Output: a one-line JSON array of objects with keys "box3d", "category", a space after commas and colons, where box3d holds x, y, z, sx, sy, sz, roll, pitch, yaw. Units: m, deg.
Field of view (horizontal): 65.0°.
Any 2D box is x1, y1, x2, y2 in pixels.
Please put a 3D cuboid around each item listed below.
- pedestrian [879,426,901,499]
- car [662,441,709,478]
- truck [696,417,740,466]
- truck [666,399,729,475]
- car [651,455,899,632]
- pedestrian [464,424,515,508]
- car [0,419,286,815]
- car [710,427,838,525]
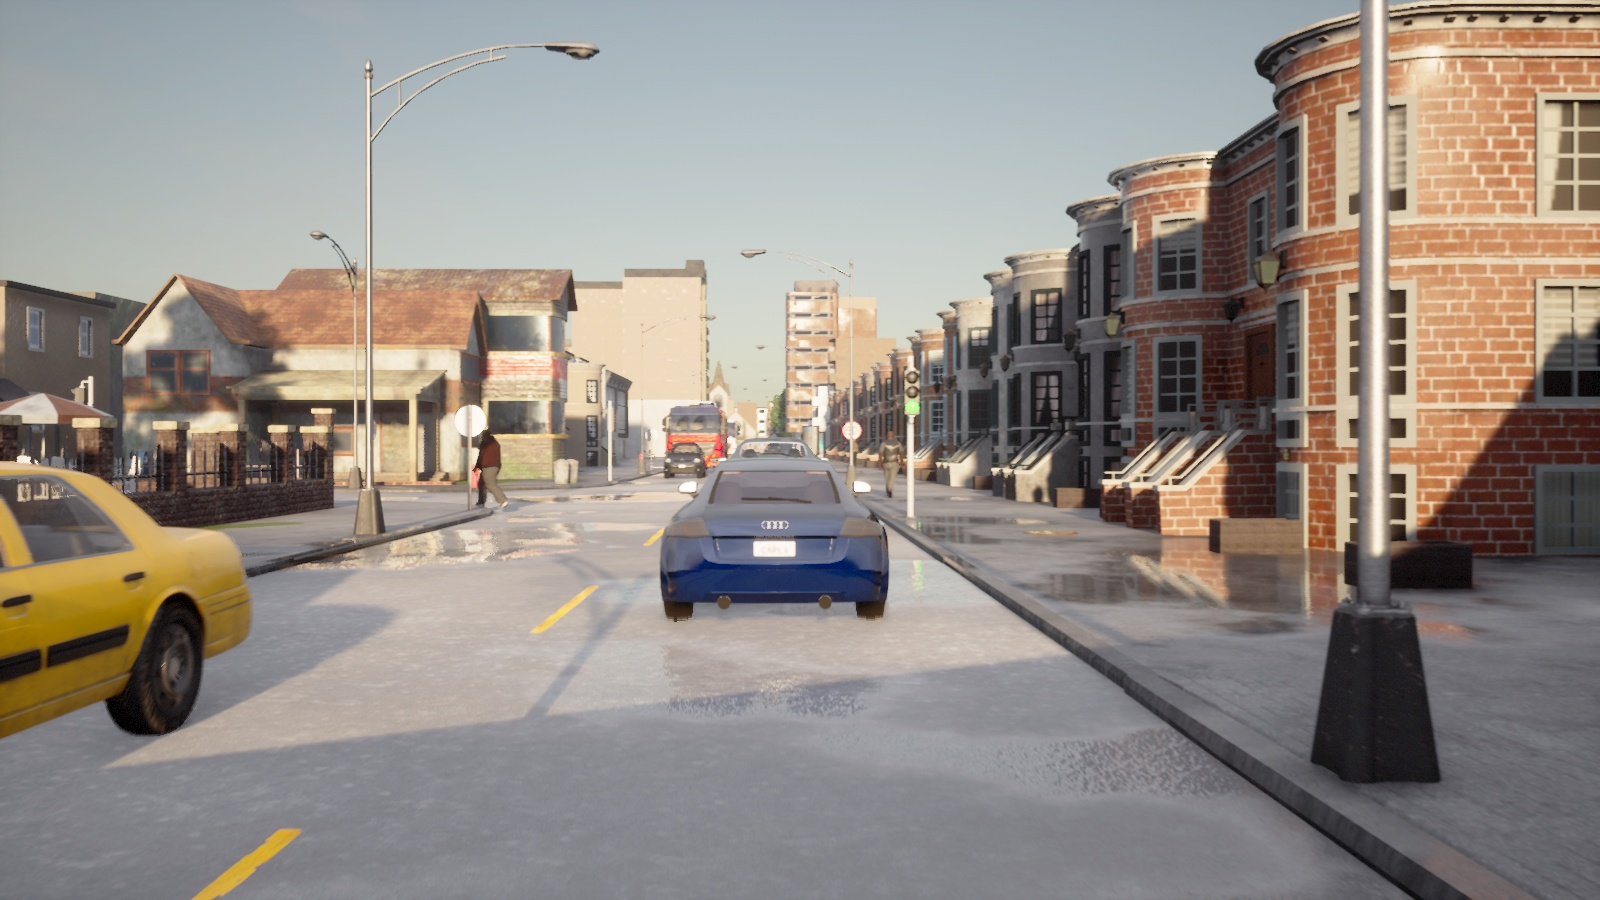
[{"box3d": [2.360, 0.326, 32.947, 0.563, 1.883, 0.849, 0, 0, 5], "category": "pedestrian"}, {"box3d": [-5.198, 0.412, 57.278, 1.851, 1.617, 3.988, 0, 0, -1], "category": "car"}, {"box3d": [-5.917, -0.607, 91.886, 2.891, 3.462, 7.936, 0, 0, -1], "category": "truck"}, {"box3d": [-5.415, -0.692, 67.613, 2.891, 3.827, 8.468, 0, 0, -1], "category": "truck"}, {"box3d": [-0.238, 0.761, 12.182, 1.994, 1.385, 4.181, 0, 0, -1], "category": "car"}, {"box3d": [-6.867, 0.348, 27.807, 0.899, 1.844, 0.634, 0, 0, 20], "category": "pedestrian"}, {"box3d": [-4.088, 0.662, 5.223, 1.801, 1.575, 5.366, 0, 0, -1], "category": "car"}, {"box3d": [-0.486, 0.430, 23.618, 2.152, 1.651, 5.027, 0, 0, -1], "category": "car"}]
